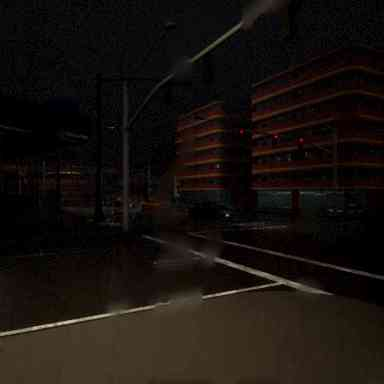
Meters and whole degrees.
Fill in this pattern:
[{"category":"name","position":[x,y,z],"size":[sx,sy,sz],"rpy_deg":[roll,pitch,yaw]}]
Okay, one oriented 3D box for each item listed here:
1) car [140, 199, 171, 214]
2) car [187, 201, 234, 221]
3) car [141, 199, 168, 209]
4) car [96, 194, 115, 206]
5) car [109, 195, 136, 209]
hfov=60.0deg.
[{"category":"car","position":[-4.016,1.478,36.308],"size":[1.882,1.535,5.008],"rpy_deg":[0,0,-30]},{"category":"car","position":[1.414,1.492,27.084],"size":[2.128,1.511,4.902],"rpy_deg":[0,0,-30]},{"category":"car","position":[-5.160,1.601,45.542],"size":[1.895,1.301,4.718],"rpy_deg":[0,0,-30]},{"category":"car","position":[-14.229,1.505,53.744],"size":[1.837,1.490,4.892],"rpy_deg":[0,0,-30]},{"category":"car","position":[-9.116,1.492,44.977],"size":[2.128,1.511,4.902],"rpy_deg":[0,0,-30]}]
